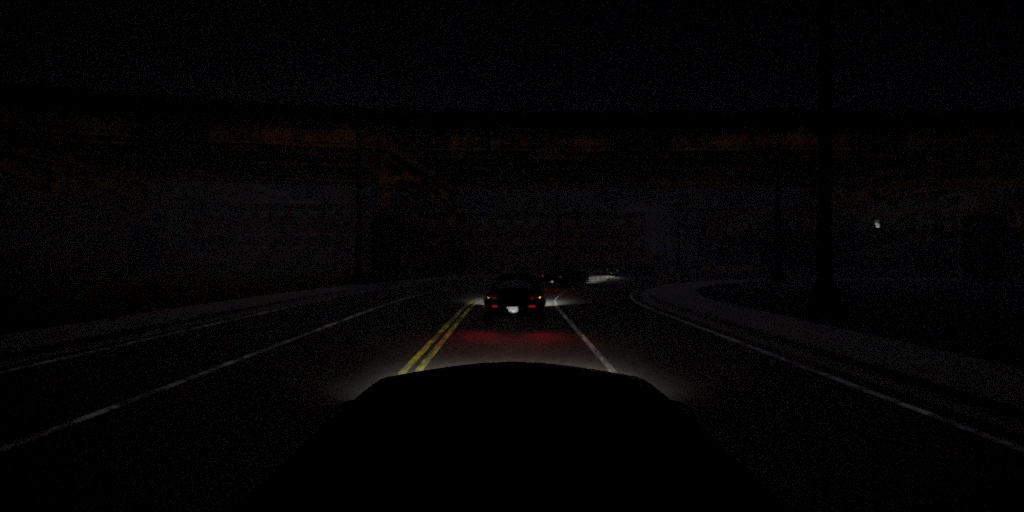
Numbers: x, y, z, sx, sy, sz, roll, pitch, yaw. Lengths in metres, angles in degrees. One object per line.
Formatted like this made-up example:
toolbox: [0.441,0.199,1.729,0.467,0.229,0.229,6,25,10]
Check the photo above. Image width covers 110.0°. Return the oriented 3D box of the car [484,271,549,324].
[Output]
car: [0.159,1.282,11.996,1.812,1.442,4.674,0,0,3]

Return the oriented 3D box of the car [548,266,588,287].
car: [3.747,1.363,25.075,1.895,1.301,4.718,0,0,31]

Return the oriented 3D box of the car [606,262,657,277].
car: [12.226,1.315,36.574,5.357,1.411,2.033,0,0,-25]
